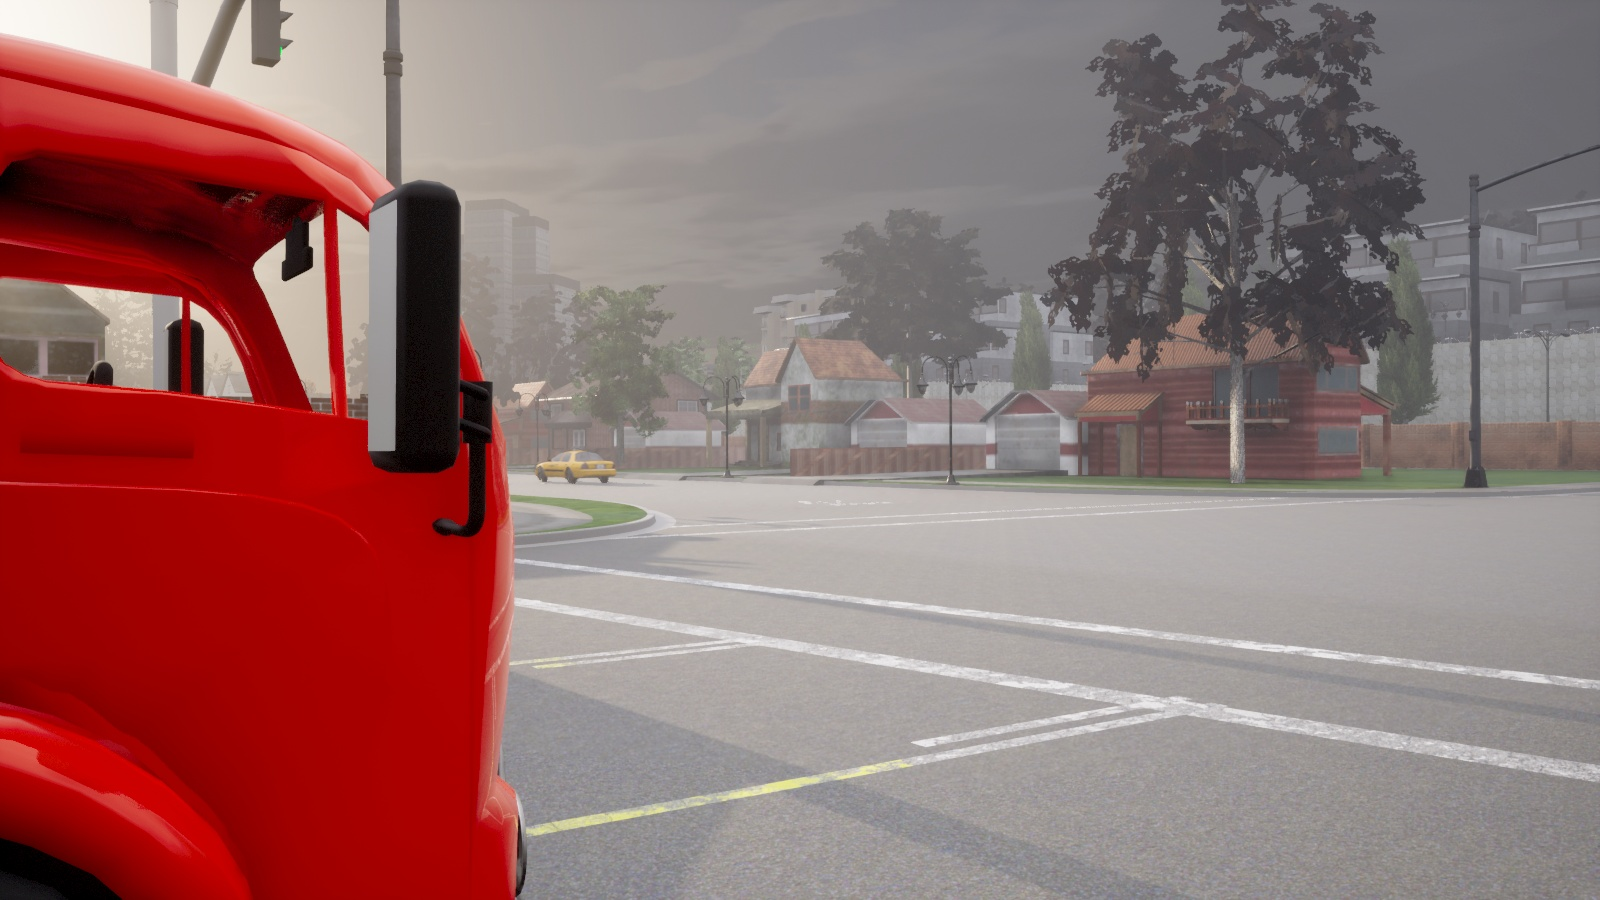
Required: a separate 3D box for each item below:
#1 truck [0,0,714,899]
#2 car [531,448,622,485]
[{"bbox_3d":[-3.027,0.263,1.582,5.204,2.467,2.627,0,0,-34],"label":"truck"},{"bbox_3d":[-10.089,0.720,56.302,1.801,1.575,5.366,-1,0,-36],"label":"car"}]
